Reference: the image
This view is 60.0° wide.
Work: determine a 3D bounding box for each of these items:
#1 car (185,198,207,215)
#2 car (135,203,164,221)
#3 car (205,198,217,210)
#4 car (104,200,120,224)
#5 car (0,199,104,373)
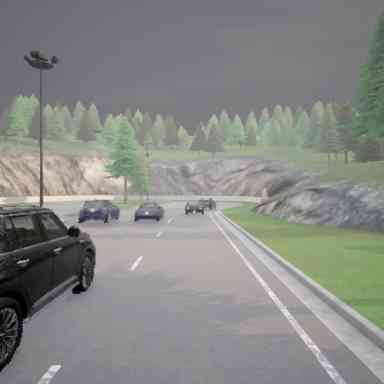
[{"bbox_3d":[0.330,1.601,34.286,1.895,1.301,4.718,0,0,2],"label":"car"},{"bbox_3d":[-3.375,1.564,26.957,1.994,1.385,4.181,0,0,1],"label":"car"},{"bbox_3d":[2.030,1.491,43.876,2.128,1.511,4.902,0,0,14],"label":"car"},{"bbox_3d":[-6.891,1.351,25.198,2.097,1.767,4.553,0,0,0],"label":"car"},{"bbox_3d":[-3.400,1.221,5.713,2.150,2.045,5.566,0,0,0],"label":"car"}]
